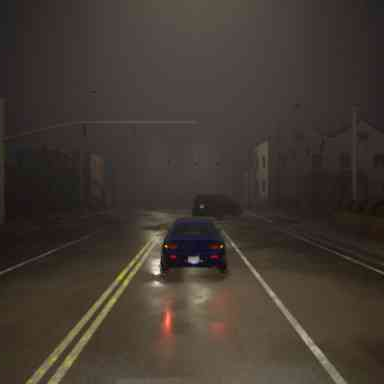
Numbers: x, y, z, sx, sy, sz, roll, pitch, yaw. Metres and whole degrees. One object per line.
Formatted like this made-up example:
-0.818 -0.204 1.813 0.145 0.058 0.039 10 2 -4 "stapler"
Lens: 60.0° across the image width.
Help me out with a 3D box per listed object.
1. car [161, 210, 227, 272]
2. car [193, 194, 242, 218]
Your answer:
0.060 1.516 10.611 1.812 1.442 4.674 0 0 0 "car"
2.106 1.177 27.193 2.150 2.045 5.566 -1 0 30 "car"
